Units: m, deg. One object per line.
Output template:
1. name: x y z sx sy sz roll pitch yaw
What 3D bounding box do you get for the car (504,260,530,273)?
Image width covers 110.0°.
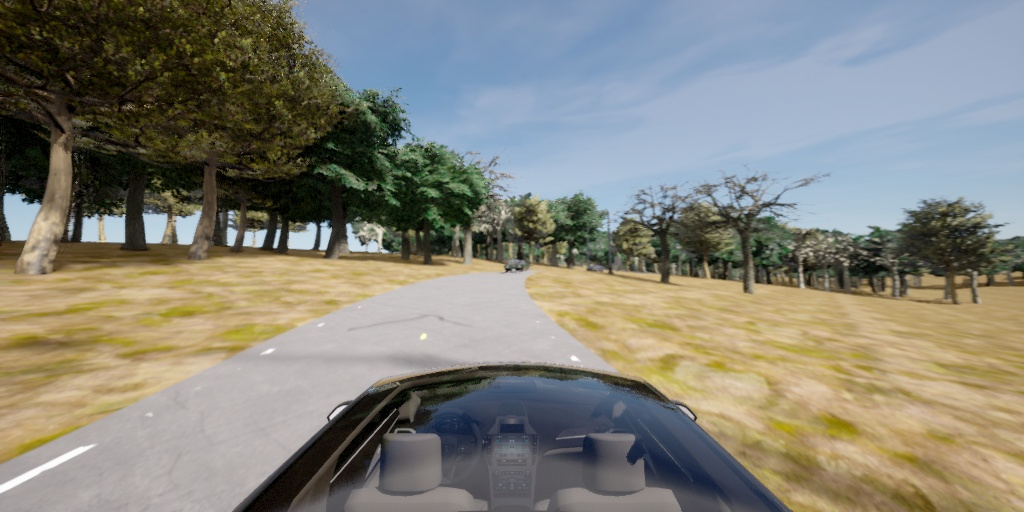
1. car: 0.623 1.058 36.011 1.895 1.301 4.718 -2 -1 12
